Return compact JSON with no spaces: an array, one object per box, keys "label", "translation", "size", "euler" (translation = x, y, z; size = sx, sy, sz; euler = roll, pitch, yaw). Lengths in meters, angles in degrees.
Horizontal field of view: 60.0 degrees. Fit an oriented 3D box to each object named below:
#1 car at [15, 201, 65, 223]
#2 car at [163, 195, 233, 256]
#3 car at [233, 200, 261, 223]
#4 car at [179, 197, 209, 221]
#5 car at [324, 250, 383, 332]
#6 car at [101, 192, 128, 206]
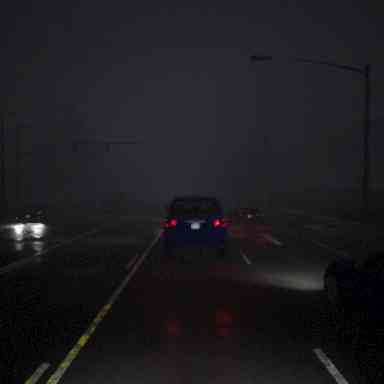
[{"label":"car","translation":[-10.558,1.349,23.384],"size":[1.994,1.385,4.181],"euler":[0,1,0]},{"label":"car","translation":[0.104,1.130,12.899],"size":[2.150,2.045,5.566],"euler":[0,0,0]},{"label":"car","translation":[3.609,1.314,23.186],"size":[1.812,1.442,4.674],"euler":[0,1,0]},{"label":"car","translation":[0.116,1.244,25.693],"size":[2.128,1.511,4.902],"euler":[0,1,0]},{"label":"car","translation":[3.602,1.498,4.869],"size":[1.812,1.442,4.674],"euler":[0,0,0]},{"label":"car","translation":[-6.991,0.800,30.527],"size":[1.837,1.490,4.892],"euler":[0,1,0]}]
